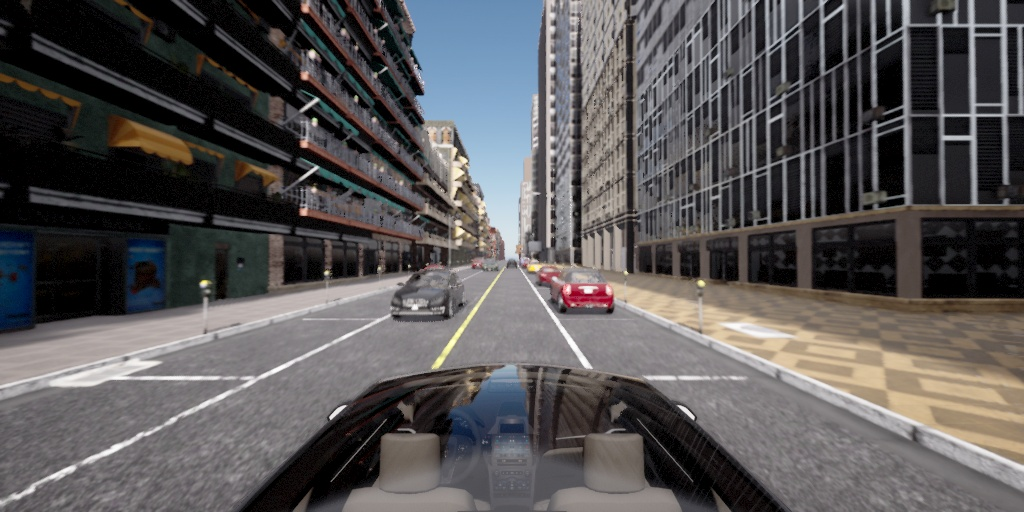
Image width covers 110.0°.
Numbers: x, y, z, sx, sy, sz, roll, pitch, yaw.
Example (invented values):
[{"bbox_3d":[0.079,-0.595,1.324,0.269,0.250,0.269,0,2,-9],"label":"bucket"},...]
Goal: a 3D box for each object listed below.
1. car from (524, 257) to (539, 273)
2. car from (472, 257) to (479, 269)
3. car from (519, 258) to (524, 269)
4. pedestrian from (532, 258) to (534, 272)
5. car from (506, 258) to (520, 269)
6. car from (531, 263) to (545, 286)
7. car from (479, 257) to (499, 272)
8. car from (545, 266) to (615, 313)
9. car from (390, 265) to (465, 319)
[{"bbox_3d":[2.733,1.258,43.374,1.801,1.575,5.366,0,0,0],"label":"car"},{"bbox_3d":[-5.337,1.150,58.255,2.192,1.841,5.009,0,0,0],"label":"car"},{"bbox_3d":[2.544,1.416,58.269,1.802,1.307,4.207,0,0,0],"label":"car"},{"bbox_3d":[2.732,1.102,46.376,0.375,1.860,0.375,1,-1,0],"label":"pedestrian"},{"bbox_3d":[-0.001,1.344,60.962,1.837,1.490,4.892,0,-1,0],"label":"car"},{"bbox_3d":[2.557,1.355,25.057,1.802,1.307,4.207,0,0,0],"label":"car"},{"bbox_3d":[-2.847,1.164,47.951,2.097,1.767,4.553,0,0,0],"label":"car"},{"bbox_3d":[2.561,1.199,13.985,1.967,1.591,4.097,0,0,0],"label":"car"},{"bbox_3d":[-2.832,1.263,12.928,1.837,1.490,4.892,0,0,0],"label":"car"}]
